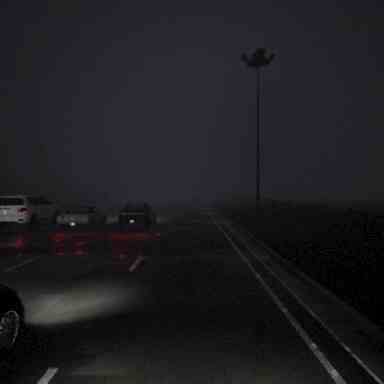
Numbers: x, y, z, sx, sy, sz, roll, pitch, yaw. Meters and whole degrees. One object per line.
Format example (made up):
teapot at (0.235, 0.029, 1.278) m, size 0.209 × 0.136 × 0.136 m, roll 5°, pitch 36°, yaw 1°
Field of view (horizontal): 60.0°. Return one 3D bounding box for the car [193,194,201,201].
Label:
car at (1.038, 1.317, 77.733) m, size 1.801 × 1.575 × 5.366 m, roll 0°, pitch 0°, yaw 0°

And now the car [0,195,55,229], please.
car at (-10.403, 1.183, 21.293) m, size 2.150 × 2.045 × 5.566 m, roll 0°, pitch 0°, yaw 0°

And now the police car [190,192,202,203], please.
police car at (1.039, 1.304, 67.653) m, size 1.930 × 1.638 × 5.238 m, roll 0°, pitch 0°, yaw 0°

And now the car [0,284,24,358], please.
car at (-3.400, 1.520, 3.013) m, size 1.812 × 1.442 × 4.674 m, roll 0°, pitch 0°, yaw 0°

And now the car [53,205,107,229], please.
car at (-6.904, 1.562, 21.481) m, size 1.895 × 1.301 × 4.718 m, roll 0°, pitch 0°, yaw 0°

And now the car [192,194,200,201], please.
car at (1.037, 1.356, 83.543) m, size 1.837 × 1.490 × 4.892 m, roll 0°, pitch 0°, yaw 0°

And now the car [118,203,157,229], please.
car at (-3.403, 1.453, 21.286) m, size 2.128 × 1.511 × 4.902 m, roll 0°, pitch 0°, yaw 0°
